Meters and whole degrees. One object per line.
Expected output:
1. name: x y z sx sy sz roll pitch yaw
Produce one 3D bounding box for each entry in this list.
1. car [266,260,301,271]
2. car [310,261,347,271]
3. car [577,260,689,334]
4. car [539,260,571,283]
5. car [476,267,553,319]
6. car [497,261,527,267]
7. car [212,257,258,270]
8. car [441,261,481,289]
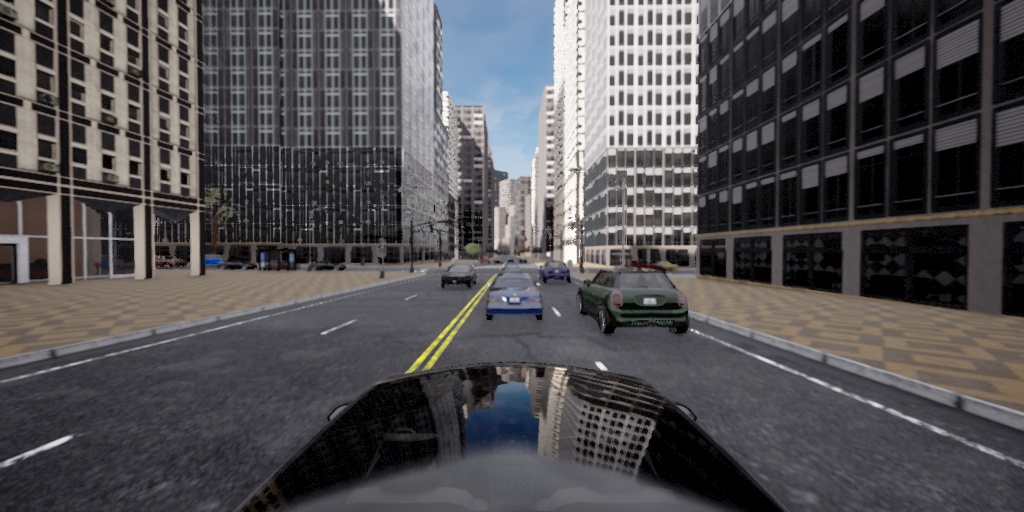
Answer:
1. car: -28.542 1.199 44.638 4.207 1.307 1.802 0 0 1
2. car: -22.857 1.230 44.522 4.313 1.339 1.948 0 0 1
3. car: 3.317 1.106 10.741 2.097 1.767 4.553 0 0 0
4. car: 3.274 1.115 28.250 2.097 1.767 4.553 0 0 0
5. car: 0.070 1.306 12.801 2.033 1.411 5.357 0 0 0
6. car: 0.020 1.330 29.491 1.994 1.385 4.181 0 0 0
7. car: -34.223 1.135 44.793 4.313 1.339 1.948 0 0 1
8. car: -3.400 1.245 23.650 1.882 1.535 5.008 0 0 0
